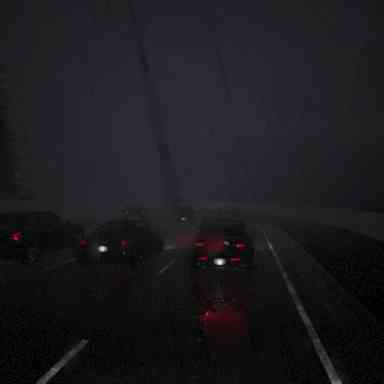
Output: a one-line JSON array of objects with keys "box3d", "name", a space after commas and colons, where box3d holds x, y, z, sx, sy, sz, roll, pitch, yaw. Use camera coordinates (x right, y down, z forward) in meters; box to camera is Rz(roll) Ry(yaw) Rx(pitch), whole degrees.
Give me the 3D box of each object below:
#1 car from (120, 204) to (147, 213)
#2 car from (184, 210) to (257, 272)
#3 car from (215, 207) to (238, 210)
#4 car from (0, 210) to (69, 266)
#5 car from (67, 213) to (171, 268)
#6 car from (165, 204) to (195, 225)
[{"box3d": [-4.531, 1.709, 26.047, 2.128, 1.511, 4.902, 0, 0, -12], "name": "car"}, {"box3d": [1.137, 1.601, 11.226, 1.837, 1.490, 4.892, 0, 0, 10], "name": "car"}, {"box3d": [2.625, 1.818, 26.161, 1.895, 1.301, 4.718, 0, 0, -8], "name": "car"}, {"box3d": [-5.785, 1.454, 12.269, 2.097, 1.767, 4.553, 0, -1, 10], "name": "car"}, {"box3d": [-2.316, 1.663, 11.803, 1.994, 1.385, 4.181, 0, 0, 10], "name": "car"}, {"box3d": [-0.949, 1.725, 26.244, 1.837, 1.490, 4.892, 0, 0, -9], "name": "car"}]
